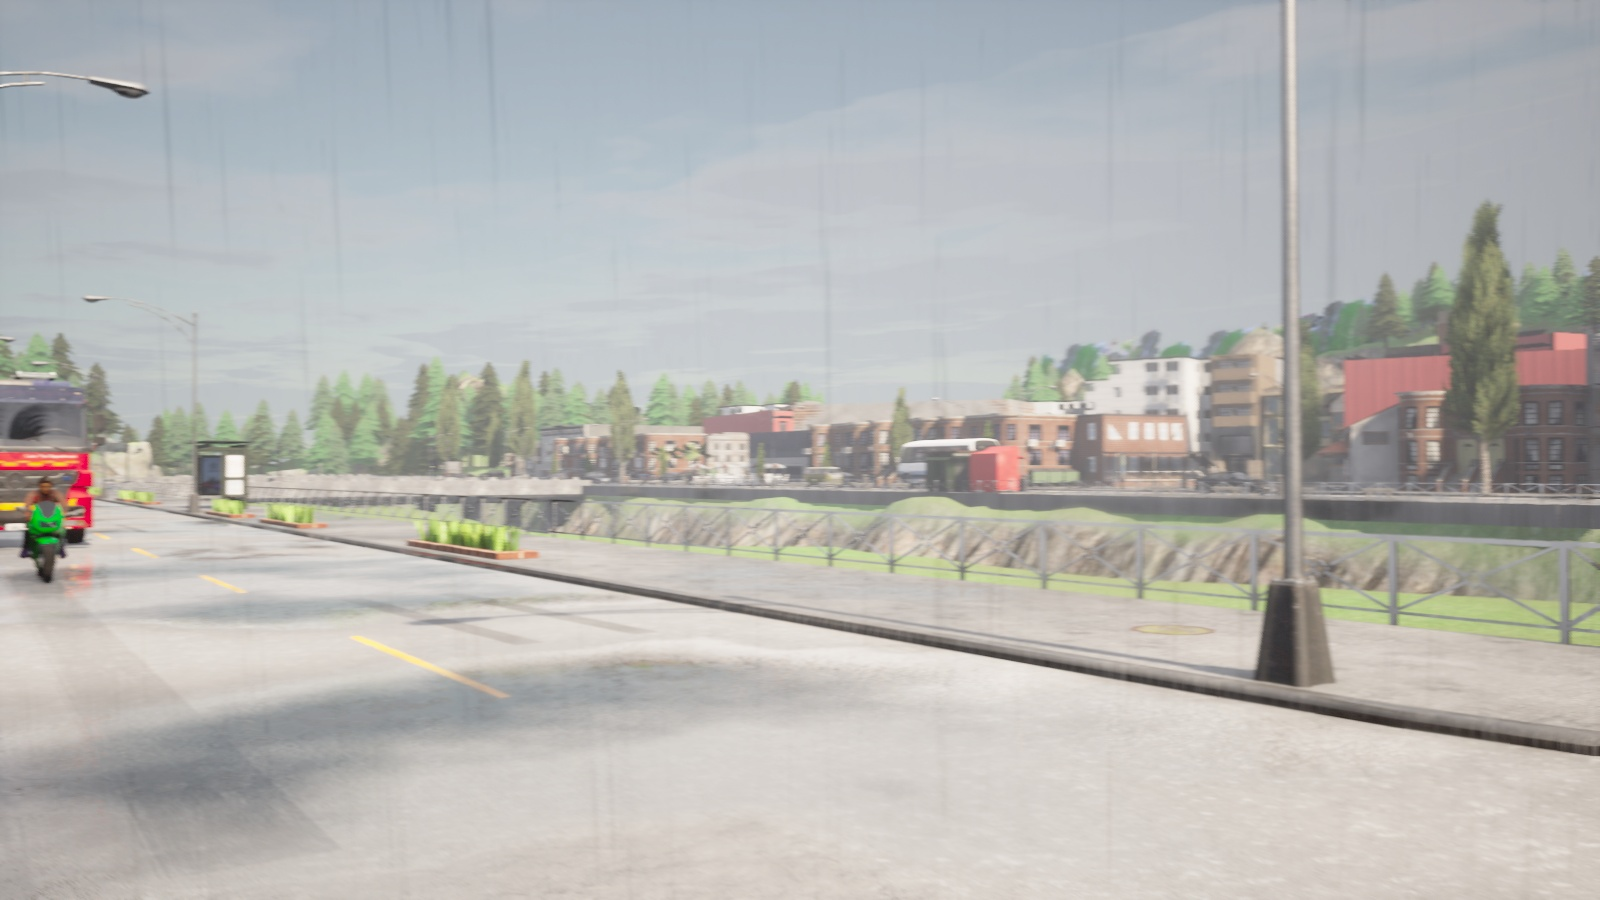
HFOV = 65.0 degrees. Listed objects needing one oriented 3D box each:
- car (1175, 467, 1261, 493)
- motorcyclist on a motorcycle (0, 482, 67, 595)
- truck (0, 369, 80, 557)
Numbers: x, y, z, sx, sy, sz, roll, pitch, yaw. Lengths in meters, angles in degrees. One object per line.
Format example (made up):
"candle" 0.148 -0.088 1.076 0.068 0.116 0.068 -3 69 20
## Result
"car" 26.324 1.884 79.276 1.882 1.535 5.008 0 -1 -35
"motorcyclist on a motorcycle" -11.160 1.227 18.166 0.797 1.523 2.044 0 -1 -35
"truck" -18.711 0.346 28.989 2.891 3.827 8.468 0 -1 -35
